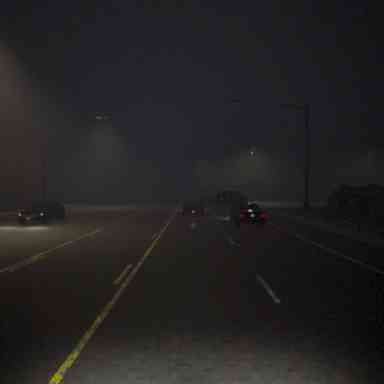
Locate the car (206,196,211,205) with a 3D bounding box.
[{"bbox_3d":[4.066,1.059,45.103,5.008,1.535,1.882,0,0,-27],"label":"car"}]

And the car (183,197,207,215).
[{"bbox_3d":[0.115,1.373,30.630,1.895,1.301,4.718,0,1,0],"label":"car"}]

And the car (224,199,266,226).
[{"bbox_3d":[3.611,1.429,22.272,2.033,1.411,5.357,0,1,0],"label":"car"}]

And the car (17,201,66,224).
[{"bbox_3d":[-10.488,1.402,23.636,1.812,1.442,4.674,0,1,0],"label":"car"}]

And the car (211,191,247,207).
[{"bbox_3d":[5.060,0.848,41.723,2.150,2.045,5.566,-2,-1,33],"label":"car"}]
